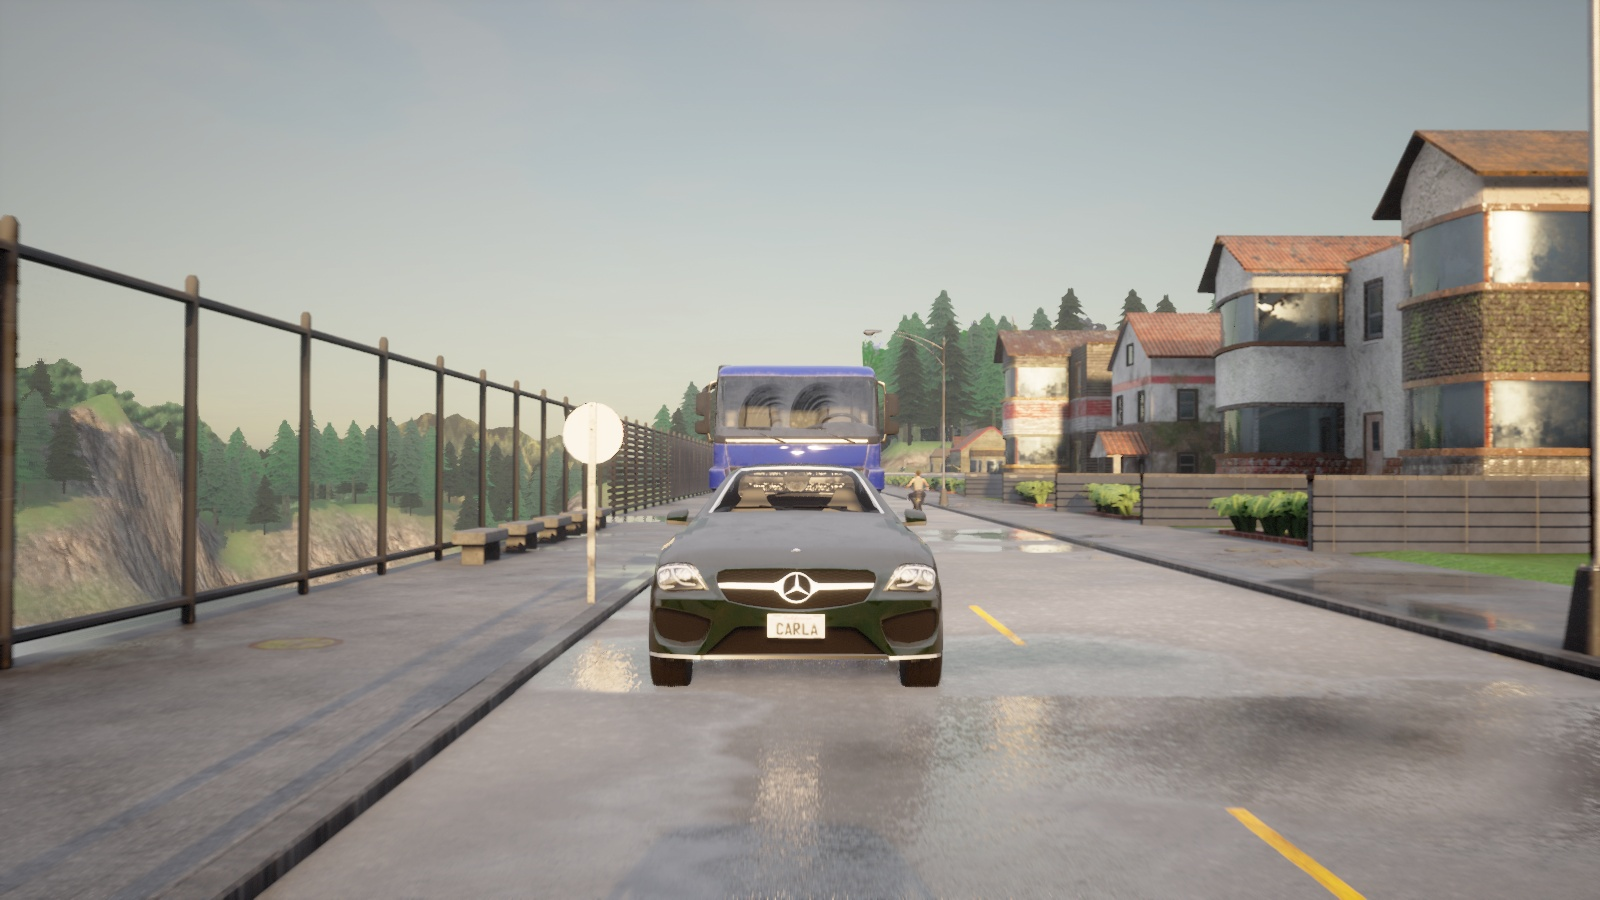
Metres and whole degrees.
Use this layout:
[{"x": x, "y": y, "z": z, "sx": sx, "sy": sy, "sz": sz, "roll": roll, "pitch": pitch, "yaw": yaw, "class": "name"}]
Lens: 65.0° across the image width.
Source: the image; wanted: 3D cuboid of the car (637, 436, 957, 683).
[{"x": -0.025, "y": 0.779, "z": 10.978, "sx": 2.152, "sy": 1.651, "sz": 5.027, "roll": 0, "pitch": -1, "yaw": 0, "class": "car"}]

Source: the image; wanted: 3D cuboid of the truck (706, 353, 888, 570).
[{"x": -0.057, "y": 0.239, "z": 24.045, "sx": 2.891, "sy": 3.462, "sz": 7.936, "roll": 0, "pitch": -1, "yaw": 0, "class": "truck"}]
